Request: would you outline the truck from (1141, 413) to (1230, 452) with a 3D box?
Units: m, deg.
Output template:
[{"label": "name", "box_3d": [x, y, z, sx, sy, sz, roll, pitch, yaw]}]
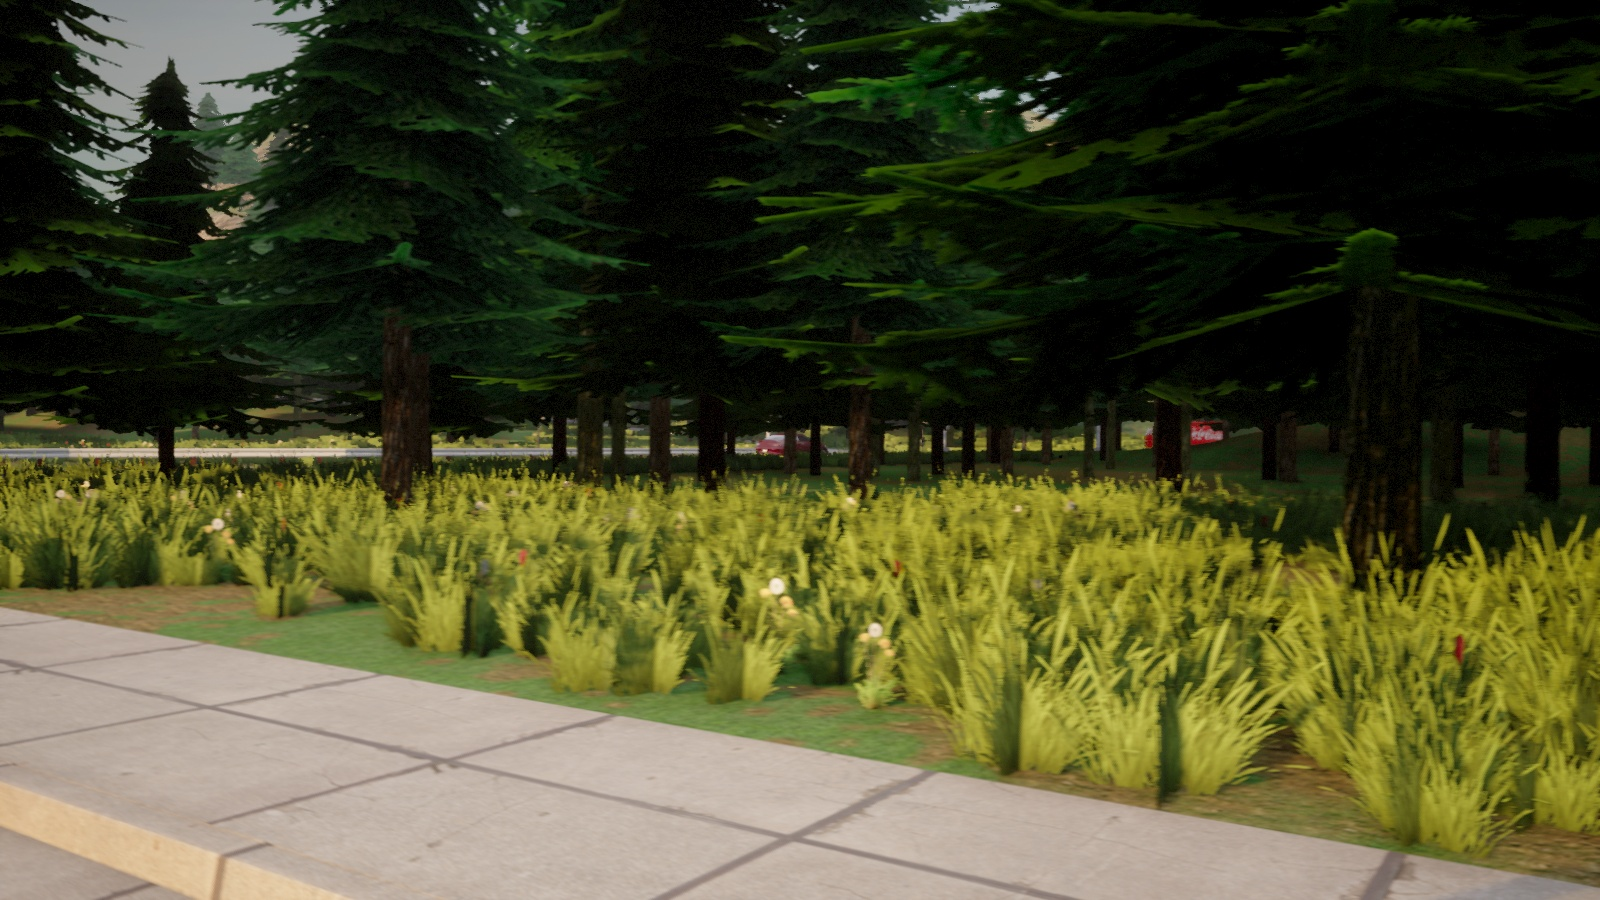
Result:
[{"label": "truck", "box_3d": [25.504, -1.150, 83.260, 5.204, 2.467, 2.627, 0, 1, 6]}]

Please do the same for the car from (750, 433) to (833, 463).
[{"label": "car", "box_3d": [-0.400, -0.130, 63.297, 1.812, 1.442, 4.674, 0, 1, 35]}]
